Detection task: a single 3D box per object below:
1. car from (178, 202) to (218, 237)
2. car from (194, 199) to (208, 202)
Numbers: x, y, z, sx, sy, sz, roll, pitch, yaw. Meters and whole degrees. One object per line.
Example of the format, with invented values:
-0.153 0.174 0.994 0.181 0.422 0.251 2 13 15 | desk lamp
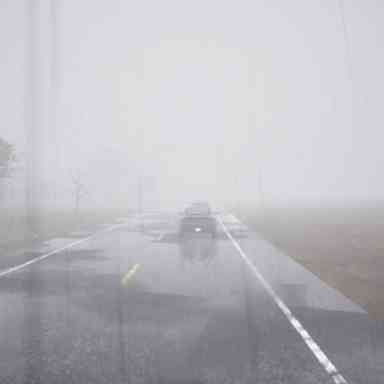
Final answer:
0.327 1.505 17.968 1.837 1.490 4.892 0 0 1 | car
0.951 1.472 36.294 1.882 1.535 5.008 0 0 3 | car
